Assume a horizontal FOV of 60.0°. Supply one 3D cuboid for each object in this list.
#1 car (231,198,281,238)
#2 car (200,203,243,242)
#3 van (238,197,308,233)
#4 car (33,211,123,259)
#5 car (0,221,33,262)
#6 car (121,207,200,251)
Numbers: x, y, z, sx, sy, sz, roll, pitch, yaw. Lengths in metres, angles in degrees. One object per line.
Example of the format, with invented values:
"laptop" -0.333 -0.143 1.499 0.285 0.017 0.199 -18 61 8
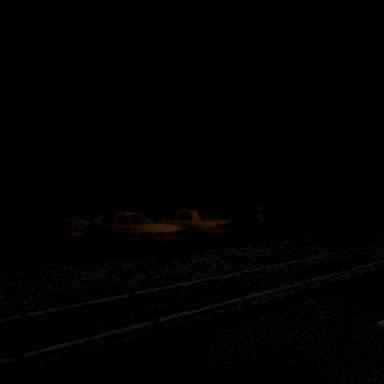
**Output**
"car" 2.049 1.374 17.836 4.553 1.767 2.185 -1 -1 33
"car" -0.500 1.500 16.177 5.366 1.575 1.946 -1 -1 33
"van" 4.475 1.273 19.590 4.442 1.987 1.878 -1 -1 33
"car" -5.108 1.540 12.554 4.674 1.452 2.002 -1 -1 34
"car" -7.505 1.540 10.815 4.674 1.452 2.002 -1 -1 34
"car" -2.566 1.495 14.211 5.366 1.575 1.946 -1 -1 34
